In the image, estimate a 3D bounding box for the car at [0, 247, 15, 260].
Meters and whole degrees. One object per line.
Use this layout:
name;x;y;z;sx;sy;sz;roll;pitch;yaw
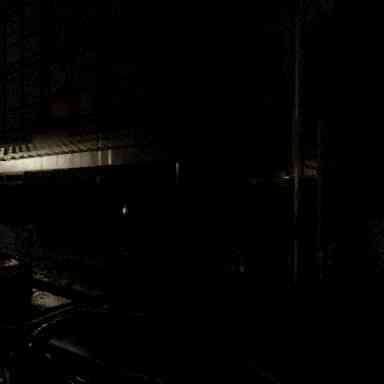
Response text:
car;-4.914;1.505;6.474;4.507;1.381;1.887;0;0;36

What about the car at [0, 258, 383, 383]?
car;-0.319;1.557;3.196;4.313;1.339;1.947;0;0;36
